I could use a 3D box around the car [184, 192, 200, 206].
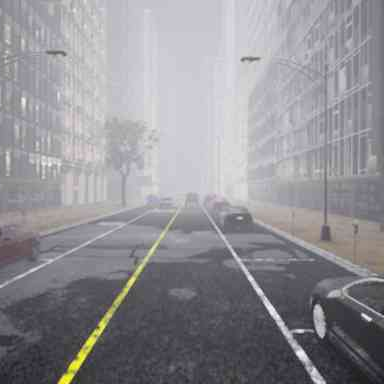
[{"bbox_3d":[0.009,1.020,50.515,2.150,2.045,5.566,0,0,0],"label":"car"}]

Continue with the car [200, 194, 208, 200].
[{"bbox_3d":[2.698,1.197,77.840,1.752,1.417,4.829,0,0,0],"label":"car"}]

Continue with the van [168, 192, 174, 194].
[{"bbox_3d":[-5.682,0.955,89.071,1.690,1.788,3.998,0,0,0],"label":"van"}]

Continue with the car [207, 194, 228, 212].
[{"bbox_3d":[3.005,1.340,35.879,1.882,1.535,5.008,0,0,0],"label":"car"}]

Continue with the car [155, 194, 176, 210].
[{"bbox_3d":[-3.079,1.344,41.081,1.837,1.490,4.892,0,0,0],"label":"car"}]

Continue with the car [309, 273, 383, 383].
[{"bbox_3d":[2.686,1.537,3.593,2.008,1.369,4.403,0,0,0],"label":"car"}]

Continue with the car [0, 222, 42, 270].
[{"bbox_3d":[-5.694,1.548,9.299,1.802,1.307,4.206,0,0,0],"label":"car"}]

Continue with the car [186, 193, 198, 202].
[{"bbox_3d":[0.010,1.086,65.015,2.097,1.767,4.553,0,0,0],"label":"car"}]

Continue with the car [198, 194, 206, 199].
[{"bbox_3d":[2.700,1.179,89.067,1.947,1.339,4.313,0,0,0],"label":"car"}]

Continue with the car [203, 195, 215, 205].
[{"bbox_3d":[2.694,1.304,55.046,1.752,1.417,4.829,0,0,0],"label":"car"}]

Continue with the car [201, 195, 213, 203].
[{"bbox_3d":[2.695,1.298,60.575,1.887,1.381,4.507,0,0,0],"label":"car"}]

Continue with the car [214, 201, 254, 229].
[{"bbox_3d":[2.688,1.488,20.688,1.947,1.339,4.313,0,0,0],"label":"car"}]

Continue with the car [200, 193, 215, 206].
[{"bbox_3d":[2.692,1.119,49.178,2.192,1.841,5.009,0,0,0],"label":"car"}]

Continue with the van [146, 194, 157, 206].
[{"bbox_3d":[-5.689,1.146,49.184,1.690,1.788,3.998,0,0,0],"label":"van"}]
